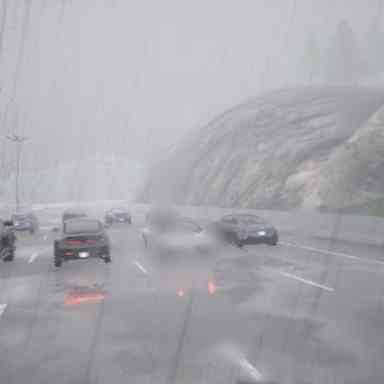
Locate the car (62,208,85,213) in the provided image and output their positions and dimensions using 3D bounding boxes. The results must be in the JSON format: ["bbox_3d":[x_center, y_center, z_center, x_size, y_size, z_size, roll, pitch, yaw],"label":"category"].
[{"bbox_3d":[-9.855,2.098,28.019,1.882,1.535,5.008,-1,0,-20],"label":"car"}]

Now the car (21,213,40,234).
[{"bbox_3d":[-11.996,2.170,23.633,2.033,1.411,5.357,-1,-1,-20],"label":"car"}]

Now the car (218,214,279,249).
[{"bbox_3d":[2.207,1.706,15.581,1.994,1.385,4.181,-1,-1,-20],"label":"car"}]

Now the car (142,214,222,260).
[{"bbox_3d":[-0.754,1.794,13.476,1.895,1.301,4.718,-1,-1,-20],"label":"car"}]

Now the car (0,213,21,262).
[{"bbox_3d":[-7.132,1.548,10.505,2.150,2.045,5.566,-1,-1,-20],"label":"car"}]

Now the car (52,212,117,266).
[{"bbox_3d":[-4.256,1.785,12.867,1.837,1.490,4.892,-1,0,-20],"label":"car"}]

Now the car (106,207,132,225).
[{"bbox_3d":[-6.407,2.064,28.774,1.812,1.442,4.674,-1,-1,-20],"label":"car"}]

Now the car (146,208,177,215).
[{"bbox_3d":[-2.678,2.040,28.756,1.895,1.301,4.718,-1,-1,-20],"label":"car"}]
